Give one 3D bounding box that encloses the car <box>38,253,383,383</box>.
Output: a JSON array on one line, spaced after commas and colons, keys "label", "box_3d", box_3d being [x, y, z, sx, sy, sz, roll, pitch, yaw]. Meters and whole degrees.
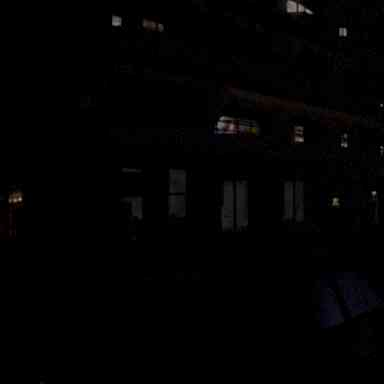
[{"label": "car", "box_3d": [1.105, 1.565, 4.166, 5.357, 1.411, 2.033, 0, 0, -35]}]
